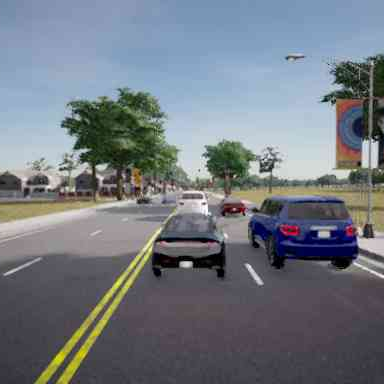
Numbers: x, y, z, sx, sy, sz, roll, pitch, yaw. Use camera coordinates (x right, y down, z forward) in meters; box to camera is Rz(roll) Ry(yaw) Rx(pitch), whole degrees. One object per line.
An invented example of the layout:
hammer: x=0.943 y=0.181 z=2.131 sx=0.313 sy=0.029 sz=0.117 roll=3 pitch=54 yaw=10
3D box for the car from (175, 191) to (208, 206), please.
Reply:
car: x=0.071 y=0.957 z=26.001 sx=2.150 sy=2.045 sz=5.566 roll=0 pitch=1 yaw=0

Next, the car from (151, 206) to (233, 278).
car: x=0.040 y=1.388 z=9.827 sx=2.128 sy=1.511 sz=4.902 roll=0 pitch=0 yaw=4

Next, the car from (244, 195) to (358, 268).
car: x=3.320 y=1.110 z=11.000 sx=2.150 sy=2.045 sz=5.566 roll=0 pitch=1 yaw=0

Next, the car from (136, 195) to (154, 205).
car: x=-6.577 y=1.118 z=46.735 sx=1.895 sy=1.301 sz=4.718 roll=0 pitch=1 yaw=0

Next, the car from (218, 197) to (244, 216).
car: x=3.335 y=1.185 z=28.514 sx=1.882 sy=1.535 sz=5.008 roll=0 pitch=1 yaw=0

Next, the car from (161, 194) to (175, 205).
car: x=-3.322 y=1.027 z=48.106 sx=1.812 sy=1.442 sz=4.674 roll=0 pitch=0 yaw=0
